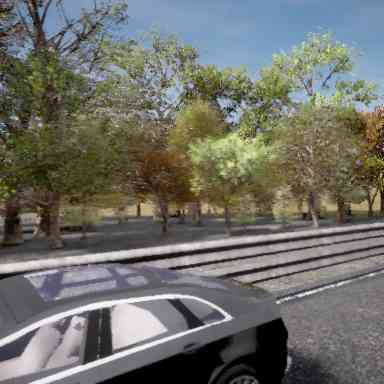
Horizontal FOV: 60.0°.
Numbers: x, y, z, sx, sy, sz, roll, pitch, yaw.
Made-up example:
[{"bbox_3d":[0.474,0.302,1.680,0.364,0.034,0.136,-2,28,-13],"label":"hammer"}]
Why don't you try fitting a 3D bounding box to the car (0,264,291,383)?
[{"bbox_3d":[-1.253,1.492,2.789,4.902,1.511,2.128,0,0,-35],"label":"car"}]
